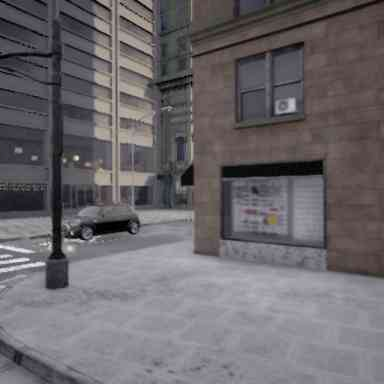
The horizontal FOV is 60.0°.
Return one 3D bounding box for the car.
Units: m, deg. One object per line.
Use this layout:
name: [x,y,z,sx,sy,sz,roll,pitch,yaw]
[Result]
car: [-4.891,1.427,17.326,2.097,1.767,4.553,0,0,37]
